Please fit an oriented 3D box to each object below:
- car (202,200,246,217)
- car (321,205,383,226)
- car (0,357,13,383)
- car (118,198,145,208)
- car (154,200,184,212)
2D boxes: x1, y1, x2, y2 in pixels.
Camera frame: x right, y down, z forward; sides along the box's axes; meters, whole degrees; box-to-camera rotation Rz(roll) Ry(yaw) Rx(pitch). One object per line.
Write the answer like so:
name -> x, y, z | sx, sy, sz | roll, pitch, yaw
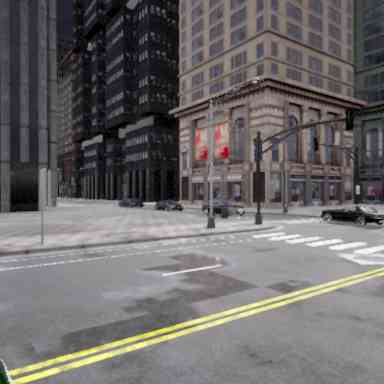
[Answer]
car -> 2.913, 1.507, 31.209 | 2.128, 1.511, 4.902 | 0, 0, -35
car -> 11.354, 1.591, 23.352 | 1.895, 1.301, 4.718 | 0, 0, -22
car -> -3.100, 1.355, 1.227 | 4.553, 1.767, 2.097 | 0, 0, -35
car -> -8.813, 1.587, 47.809 | 2.033, 1.411, 5.357 | 0, 0, -36
car -> -2.751, 1.591, 39.213 | 1.994, 1.385, 4.181 | 0, 0, -36
